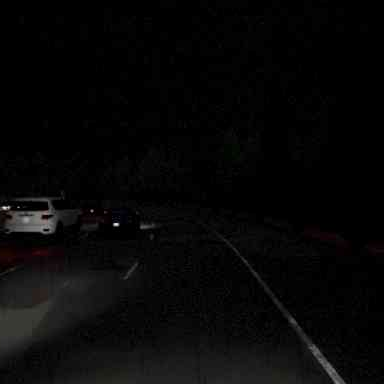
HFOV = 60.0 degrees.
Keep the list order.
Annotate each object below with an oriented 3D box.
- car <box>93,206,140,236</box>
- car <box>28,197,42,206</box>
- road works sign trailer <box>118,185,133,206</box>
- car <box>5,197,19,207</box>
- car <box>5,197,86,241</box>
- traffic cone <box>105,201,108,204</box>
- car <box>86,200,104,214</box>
[{"bbox_3d":[-3.987,1.605,18.679,1.994,1.385,4.181,0,0,-5],"label":"car"},{"bbox_3d":[-27.136,1.603,57.439,1.882,1.535,5.008,0,0,-29],"label":"car"},{"bbox_3d":[-12.099,0.593,59.526,2.380,3.560,2.880,0,0,-30],"label":"road works sign trailer"},{"bbox_3d":[-29.851,1.598,55.100,1.882,1.535,5.008,0,0,-29],"label":"car"},{"bbox_3d":[-7.311,1.258,16.947,2.150,2.045,5.566,0,0,-4],"label":"car"},{"bbox_3d":[-16.876,2.096,64.851,0.340,0.580,0.340,0,0,-30],"label":"traffic cone"},{"bbox_3d":[-10.186,1.579,34.313,1.837,1.490,4.892,0,0,-14],"label":"car"}]
